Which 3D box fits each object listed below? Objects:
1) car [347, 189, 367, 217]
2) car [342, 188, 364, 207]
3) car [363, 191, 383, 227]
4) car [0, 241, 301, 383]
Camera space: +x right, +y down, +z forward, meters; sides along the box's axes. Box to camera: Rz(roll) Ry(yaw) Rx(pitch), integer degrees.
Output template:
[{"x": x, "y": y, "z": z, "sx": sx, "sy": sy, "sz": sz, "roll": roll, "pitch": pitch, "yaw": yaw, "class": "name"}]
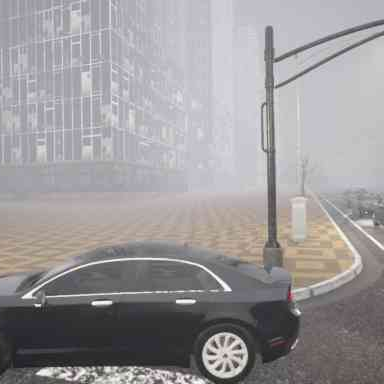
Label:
[{"x": 11.196, "y": 0.759, "z": 20.631, "sx": 1.994, "sy": 1.385, "sz": 4.181, "roll": -1, "pitch": 2, "yaw": 17, "class": "car"}, {"x": 13.213, "y": 0.453, "z": 26.688, "sx": 2.128, "sy": 1.511, "sz": 4.902, "roll": -1, "pitch": 2, "yaw": 18, "class": "car"}, {"x": 9.124, "y": 0.928, "z": 14.345, "sx": 2.128, "sy": 1.511, "sz": 4.902, "roll": -1, "pitch": 2, "yaw": 18, "class": "car"}, {"x": -1.002, "y": 1.505, "z": 4.746, "sx": 4.892, "sy": 1.490, "sz": 1.837, "roll": 0, "pitch": 0, "yaw": 0, "class": "car"}]
